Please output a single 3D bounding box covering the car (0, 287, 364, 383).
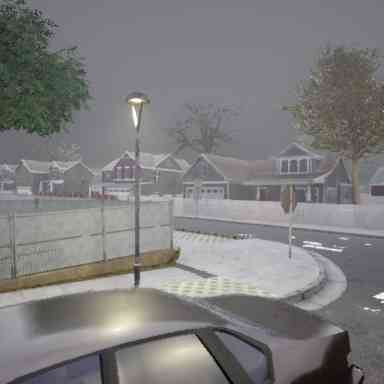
[{"bbox_3d":[-0.946,1.548,2.274,5.357,1.411,2.033,0,0,-36],"label":"car"}]
